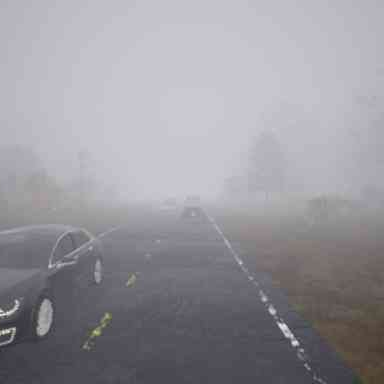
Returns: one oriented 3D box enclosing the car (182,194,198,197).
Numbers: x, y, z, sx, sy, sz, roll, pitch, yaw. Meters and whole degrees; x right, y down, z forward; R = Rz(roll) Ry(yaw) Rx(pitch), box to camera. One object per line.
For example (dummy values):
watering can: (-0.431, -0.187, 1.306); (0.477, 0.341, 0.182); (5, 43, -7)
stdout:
car: (0.098, 1.117, 42.118); (2.097, 1.767, 4.553); (0, 0, 0)

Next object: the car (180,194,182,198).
car: (-2.997, 1.118, 85.738); (1.895, 1.301, 4.718); (0, 0, 0)

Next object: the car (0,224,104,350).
car: (-3.101, 1.469, 6.440); (1.837, 1.490, 4.892); (0, 0, 0)

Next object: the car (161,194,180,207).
car: (-3.080, 1.308, 46.289); (1.994, 1.385, 4.181); (0, 0, 0)

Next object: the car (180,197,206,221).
car: (0.098, 1.380, 25.640); (1.812, 1.442, 4.674); (0, 0, 0)
